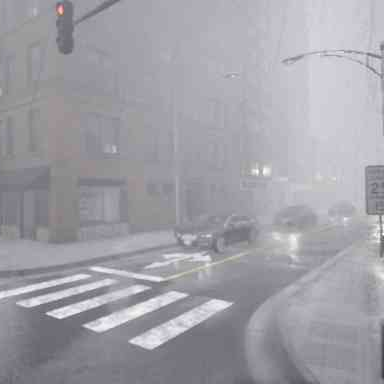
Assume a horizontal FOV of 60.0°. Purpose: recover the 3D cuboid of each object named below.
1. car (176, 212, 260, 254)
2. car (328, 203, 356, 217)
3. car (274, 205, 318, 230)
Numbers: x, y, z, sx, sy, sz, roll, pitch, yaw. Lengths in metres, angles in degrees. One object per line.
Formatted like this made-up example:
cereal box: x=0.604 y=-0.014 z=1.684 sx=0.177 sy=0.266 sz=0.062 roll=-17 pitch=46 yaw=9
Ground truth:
car: x=1.277 y=1.658 z=14.556 sx=2.128 sy=1.511 sz=4.902 roll=-2 pitch=-1 yaw=37
car: x=15.925 y=1.816 z=35.127 sx=2.033 sy=1.411 sz=5.357 roll=-2 pitch=-1 yaw=36
car: x=7.212 y=1.699 z=22.918 sx=2.128 sy=1.511 sz=4.902 roll=-2 pitch=-1 yaw=35
